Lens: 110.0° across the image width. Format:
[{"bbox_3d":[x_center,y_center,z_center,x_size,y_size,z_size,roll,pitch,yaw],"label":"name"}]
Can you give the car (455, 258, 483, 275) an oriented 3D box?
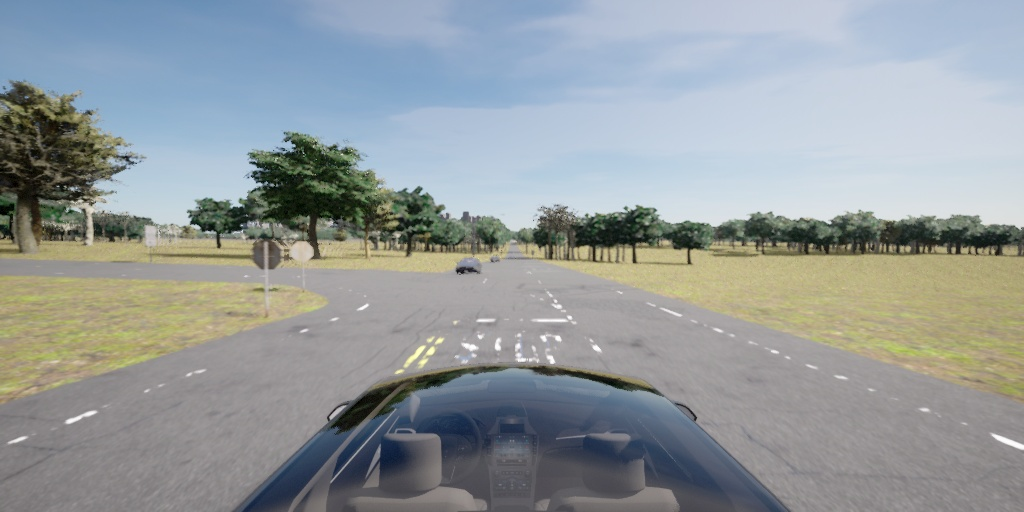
[{"bbox_3d":[-3.484,0.857,29.957,2.033,1.411,5.357,2,-1,0],"label":"car"}]
